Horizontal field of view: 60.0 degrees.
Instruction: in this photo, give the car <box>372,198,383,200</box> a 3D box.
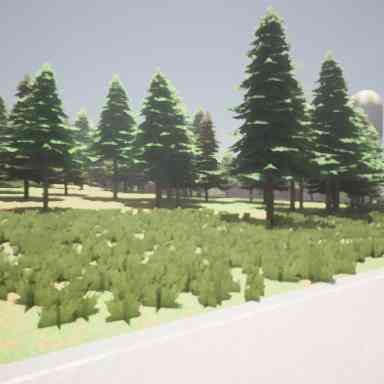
[{"bbox_3d":[38.062,2.010,68.635,3.988,1.617,1.851,1,0,-36],"label":"car"}]
